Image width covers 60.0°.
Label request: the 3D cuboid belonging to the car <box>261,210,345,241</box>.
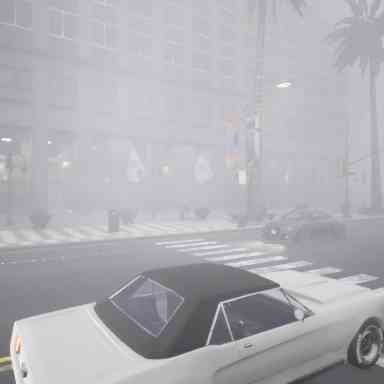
[{"bbox_3d":[5.245,1.564,15.589,4.181,1.385,1.994,0,0,-33],"label":"car"}]

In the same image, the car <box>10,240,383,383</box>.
[{"bbox_3d":[0.481,1.601,4.134,4.718,1.301,1.895,0,0,-33],"label":"car"}]
